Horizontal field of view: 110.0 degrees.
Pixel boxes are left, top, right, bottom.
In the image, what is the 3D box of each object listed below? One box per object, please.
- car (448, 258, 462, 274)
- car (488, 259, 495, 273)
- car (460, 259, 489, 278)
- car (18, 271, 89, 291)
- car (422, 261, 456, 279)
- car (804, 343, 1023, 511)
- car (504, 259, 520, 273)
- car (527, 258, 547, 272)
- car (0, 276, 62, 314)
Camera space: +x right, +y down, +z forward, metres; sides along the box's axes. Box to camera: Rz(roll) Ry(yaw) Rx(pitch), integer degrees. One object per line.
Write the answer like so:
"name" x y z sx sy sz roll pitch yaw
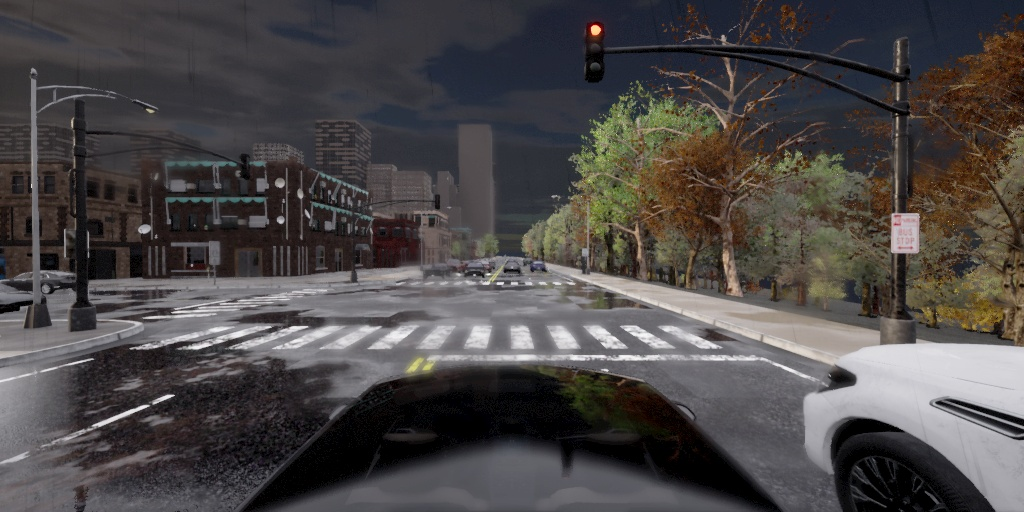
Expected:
"car" -6.672 1.088 41.571 2.097 1.767 4.553 0 0 0
"car" -3.424 1.261 43.338 1.812 1.442 4.674 0 0 0
"car" -3.438 1.287 33.875 2.033 1.411 5.357 0 0 -4
"car" -28.321 1.559 21.633 4.403 1.370 2.007 0 0 0
"car" -6.670 1.341 32.486 1.895 1.301 4.718 0 0 0
"car" 3.355 0.972 0.382 2.150 2.045 5.566 0 0 0
"car" 0.012 1.299 44.181 1.994 1.385 4.181 0 0 0
"car" 3.259 1.260 45.830 1.812 1.442 4.674 0 0 0
"car" -19.971 1.565 13.138 4.313 1.339 1.948 0 0 0
